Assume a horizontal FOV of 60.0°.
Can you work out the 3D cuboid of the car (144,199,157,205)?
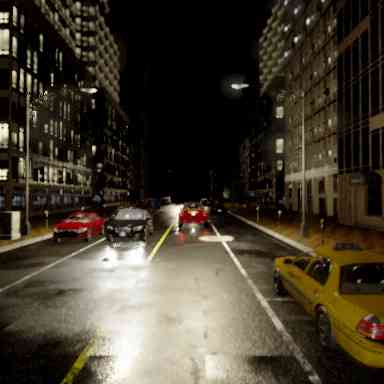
[{"bbox_3d":[-5.688,1.895,40.042,1.887,1.381,4.507,0,0,0],"label":"car"}]

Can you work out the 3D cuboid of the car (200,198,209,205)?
[{"bbox_3d":[2.692,2.157,74.350,1.752,1.417,4.829,0,0,0],"label":"car"}]

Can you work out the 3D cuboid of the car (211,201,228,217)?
[{"bbox_3d":[2.692,1.867,34.337,1.947,1.339,4.313,0,0,0],"label":"car"}]

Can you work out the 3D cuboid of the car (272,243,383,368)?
[{"bbox_3d":[2.693,1.581,6.047,1.752,1.417,4.829,0,-1,0],"label":"car"}]

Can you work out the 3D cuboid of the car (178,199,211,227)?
[{"bbox_3d":[0.099,1.573,24.953,2.097,1.767,4.553,0,0,0],"label":"car"}]

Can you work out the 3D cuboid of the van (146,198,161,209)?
[{"bbox_3d":[-5.688,1.739,45.736,1.690,1.788,3.998,0,0,0],"label":"van"}]

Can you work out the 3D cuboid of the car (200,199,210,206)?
[{"bbox_3d":[2.692,2.167,68.487,1.802,1.307,4.206,0,0,0],"label":"car"}]

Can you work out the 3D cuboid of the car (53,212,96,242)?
[{"bbox_3d":[-5.688,1.737,17.272,1.802,1.307,4.206,0,0,0],"label":"car"}]

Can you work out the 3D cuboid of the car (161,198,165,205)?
[{"bbox_3d":[-5.689,2.028,51.426,1.802,1.307,4.206,0,0,0],"label":"car"}]

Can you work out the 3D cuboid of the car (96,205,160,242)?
[{"bbox_3d":[-3.099,1.646,17.316,2.128,1.511,4.902,0,0,0],"label":"car"}]

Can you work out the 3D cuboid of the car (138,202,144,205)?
[{"bbox_3d":[-5.688,1.804,28.658,2.008,1.369,4.403,0,0,0],"label":"car"}]

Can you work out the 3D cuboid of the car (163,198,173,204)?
[{"bbox_3d":[-5.689,2.243,79.886,1.947,1.339,4.313,0,0,0],"label":"car"}]

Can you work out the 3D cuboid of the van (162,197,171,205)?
[{"bbox_3d":[-5.688,1.973,74.196,1.690,1.788,3.998,0,0,0],"label":"van"}]

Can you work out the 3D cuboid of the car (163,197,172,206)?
[{"bbox_3d":[-5.688,2.026,68.502,1.967,1.590,4.097,0,0,0],"label":"car"}]

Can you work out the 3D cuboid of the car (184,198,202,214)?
[{"bbox_3d":[0.100,1.715,41.631,2.097,1.767,4.553,0,0,0],"label":"car"}]
